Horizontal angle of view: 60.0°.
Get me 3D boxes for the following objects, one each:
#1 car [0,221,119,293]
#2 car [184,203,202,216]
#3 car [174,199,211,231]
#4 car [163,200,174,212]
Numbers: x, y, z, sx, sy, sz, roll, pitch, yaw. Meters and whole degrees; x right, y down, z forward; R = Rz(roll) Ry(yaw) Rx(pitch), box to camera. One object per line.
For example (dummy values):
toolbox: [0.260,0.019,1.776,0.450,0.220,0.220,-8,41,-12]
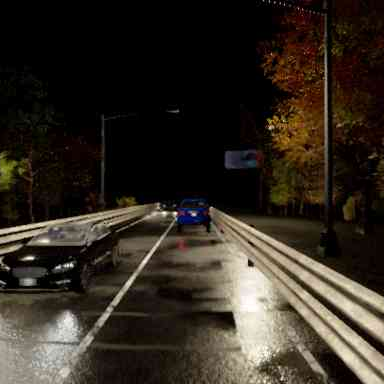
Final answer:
car: [-3.347,1.606,9.238,2.128,1.511,4.902,0,-1,0]
car: [0.100,2.147,41.756,2.033,1.411,5.357,0,-1,0]
car: [0.106,1.537,23.024,2.150,2.045,5.566,0,-1,0]
car: [-3.332,2.093,51.169,2.097,1.767,4.553,0,-1,0]
